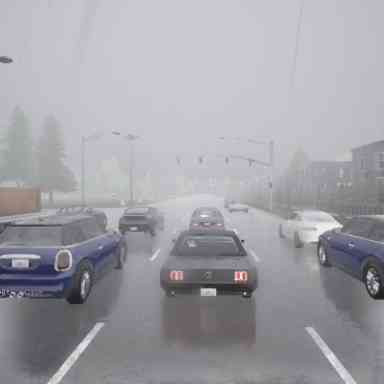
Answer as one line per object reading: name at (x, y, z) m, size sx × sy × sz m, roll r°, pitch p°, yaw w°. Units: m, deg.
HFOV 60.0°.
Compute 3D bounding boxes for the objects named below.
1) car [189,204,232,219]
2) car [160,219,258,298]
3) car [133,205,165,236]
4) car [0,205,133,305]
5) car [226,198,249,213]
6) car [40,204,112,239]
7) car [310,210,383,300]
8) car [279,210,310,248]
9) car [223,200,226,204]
car at (0.816, 1.547, 18.067) m, size 2.033 × 1.411 × 5.357 m, roll 0°, pitch 0°, yaw 2°
car at (0.411, 1.601, 8.484) m, size 1.895 × 1.301 × 4.718 m, roll 0°, pitch 0°, yaw 2°
car at (-2.677, 1.505, 18.269) m, size 1.837 × 1.490 × 4.892 m, roll 0°, pitch 0°, yaw 2°
car at (-3.100, 1.351, 8.307) m, size 2.097 × 1.767 × 4.553 m, roll 0°, pitch 0°, yaw 2°
car at (5.047, 1.601, 36.529) m, size 1.895 × 1.301 × 4.718 m, roll 0°, pitch 0°, yaw 3°
car at (-6.172, 1.491, 18.474) m, size 2.128 × 1.511 × 4.902 m, roll 0°, pitch 0°, yaw 2°
car at (4.866, 1.351, 8.522) m, size 2.097 × 1.767 × 4.553 m, roll 0°, pitch 0°, yaw 2°
car at (5.122, 1.526, 14.546) m, size 1.812 × 1.442 × 4.674 m, roll 0°, pitch 0°, yaw 2°
car at (5.420, 1.547, 46.420) m, size 2.033 × 1.411 × 5.357 m, roll 0°, pitch 0°, yaw 2°
